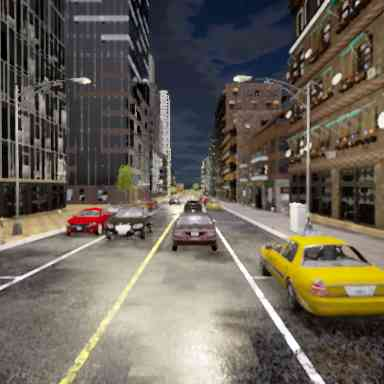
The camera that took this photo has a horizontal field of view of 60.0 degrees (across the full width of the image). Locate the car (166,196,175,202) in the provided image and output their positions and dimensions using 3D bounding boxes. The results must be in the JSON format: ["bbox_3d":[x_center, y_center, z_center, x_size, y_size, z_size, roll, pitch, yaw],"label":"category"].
[{"bbox_3d":[-5.669,1.791,87.316,2.008,1.369,4.403,-1,0,0],"label":"car"}]

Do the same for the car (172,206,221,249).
[{"bbox_3d":[0.100,1.579,14.586,2.033,1.411,5.357,0,0,0],"label":"car"}]

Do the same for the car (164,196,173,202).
[{"bbox_3d":[-5.670,1.767,81.618,1.887,1.381,4.507,-1,0,0],"label":"car"}]

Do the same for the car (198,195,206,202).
[{"bbox_3d":[2.675,1.680,87.190,1.967,1.590,4.097,-1,0,0],"label":"car"}]

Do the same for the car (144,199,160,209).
[{"bbox_3d":[-5.669,1.702,47.432,1.802,1.307,4.206,-1,0,0],"label":"car"}]

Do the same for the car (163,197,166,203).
[{"bbox_3d":[-5.670,1.729,75.750,1.752,1.417,4.829,-1,0,0],"label":"car"}]

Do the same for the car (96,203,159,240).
[{"bbox_3d":[-3.098,1.530,17.294,2.128,1.511,4.902,0,0,0],"label":"car"}]

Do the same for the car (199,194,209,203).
[{"bbox_3d":[2.672,1.519,75.796,2.192,1.841,5.009,-1,0,0],"label":"car"}]

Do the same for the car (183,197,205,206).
[{"bbox_3d":[0.100,1.588,34.704,1.837,1.490,4.892,0,0,0],"label":"car"}]

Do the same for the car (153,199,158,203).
[{"bbox_3d":[-5.671,1.648,41.734,1.887,1.381,4.507,-1,0,0],"label":"car"}]

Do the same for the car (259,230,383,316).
[{"bbox_3d":[2.675,1.542,7.595,1.752,1.417,4.829,-1,0,0],"label":"car"}]

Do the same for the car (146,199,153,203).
[{"bbox_3d":[-5.671,1.612,35.865,1.752,1.417,4.829,-1,0,0],"label":"car"}]

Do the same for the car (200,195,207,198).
[{"bbox_3d":[2.677,1.681,53.005,1.887,1.381,4.507,-1,0,0],"label":"car"}]

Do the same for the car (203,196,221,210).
[{"bbox_3d":[2.676,1.629,41.779,1.752,1.417,4.829,-1,0,0],"label":"car"}]

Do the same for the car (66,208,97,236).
[{"bbox_3d":[-5.671,1.587,18.942,1.887,1.381,4.507,-1,0,0],"label":"car"}]

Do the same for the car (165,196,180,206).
[{"bbox_3d":[-3.044,1.699,58.551,2.033,1.411,5.357,0,0,1],"label":"car"}]

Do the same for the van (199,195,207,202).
[{"bbox_3d":[2.673,1.563,81.493,1.690,1.788,3.998,-1,0,0],"label":"van"}]

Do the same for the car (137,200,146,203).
[{"bbox_3d":[-5.671,1.616,30.336,1.887,1.381,4.507,-1,0,0],"label":"car"}]
